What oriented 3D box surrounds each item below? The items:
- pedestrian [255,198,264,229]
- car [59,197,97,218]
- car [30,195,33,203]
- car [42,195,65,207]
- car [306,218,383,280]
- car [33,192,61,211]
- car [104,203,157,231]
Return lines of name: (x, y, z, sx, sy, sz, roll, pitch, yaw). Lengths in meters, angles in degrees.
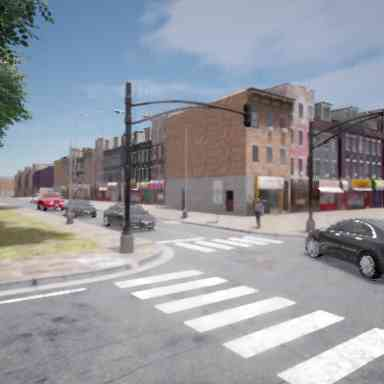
pedestrian: (3.955, 1.254, 19.744, 0.375, 1.860, 0.375, 1, -1, -35)
car: (-9.773, 1.415, 28.930, 1.837, 1.490, 4.892, 1, 0, -35)
car: (-26.512, 1.375, 57.524, 1.895, 1.301, 4.718, 1, 0, -35)
car: (-20.432, 1.295, 48.993, 2.128, 1.511, 4.902, 1, 0, -35)
car: (5.323, 1.564, 10.263, 1.837, 1.490, 4.892, 3, -1, -8)
car: (-15.972, 1.055, 37.664, 2.150, 2.045, 5.566, 1, 0, -35)
car: (-3.948, 1.507, 20.737, 1.837, 1.490, 4.892, 1, 0, -35)
